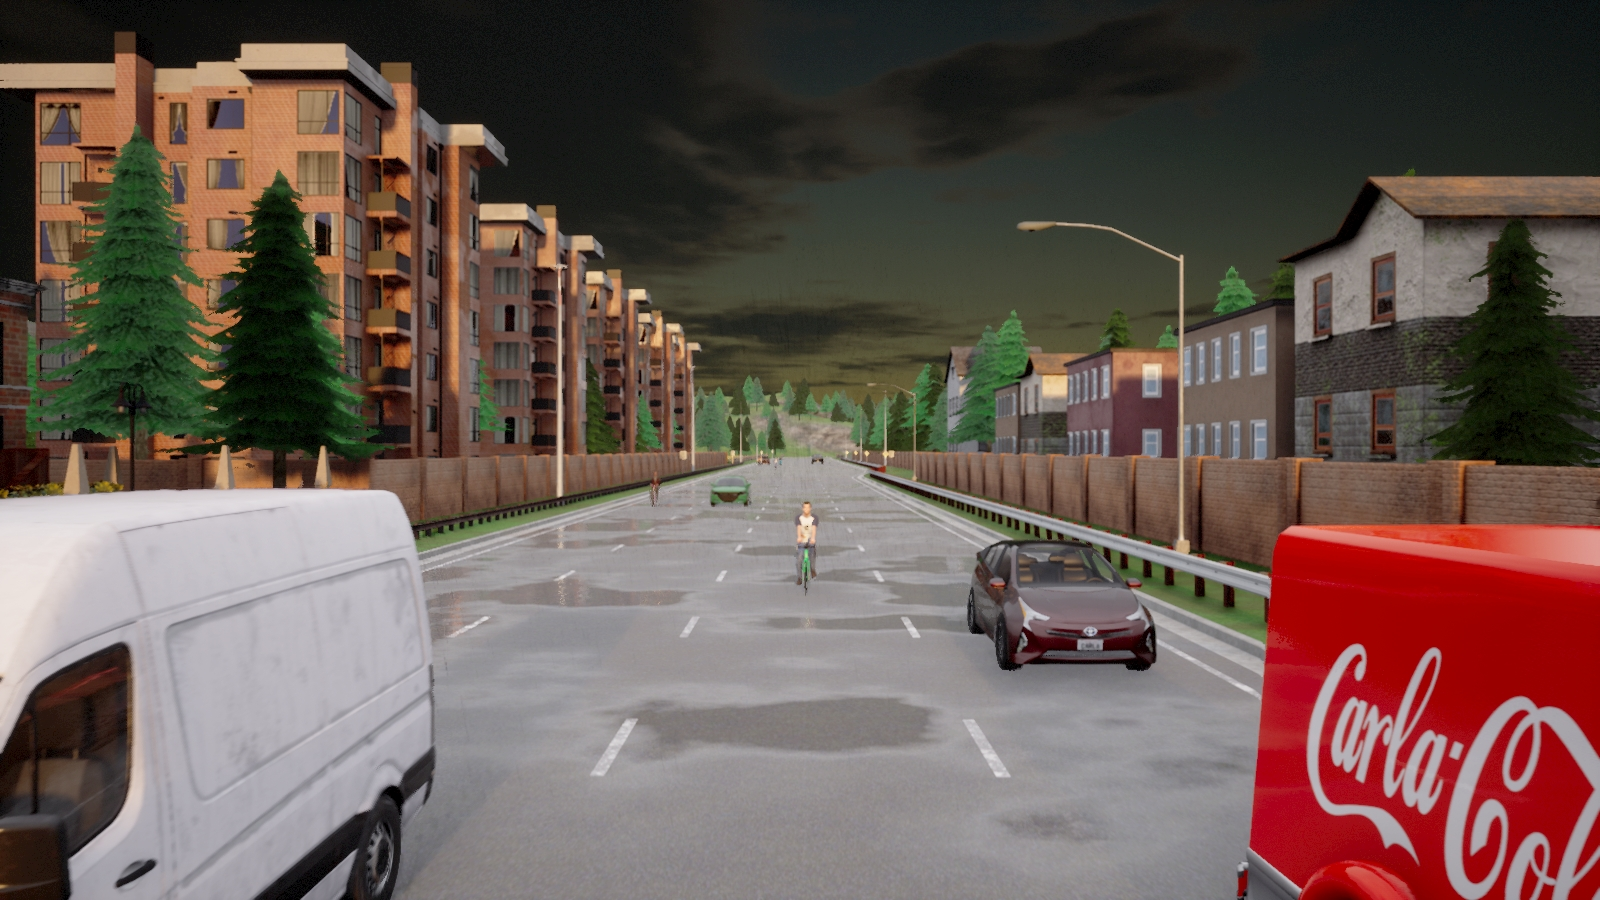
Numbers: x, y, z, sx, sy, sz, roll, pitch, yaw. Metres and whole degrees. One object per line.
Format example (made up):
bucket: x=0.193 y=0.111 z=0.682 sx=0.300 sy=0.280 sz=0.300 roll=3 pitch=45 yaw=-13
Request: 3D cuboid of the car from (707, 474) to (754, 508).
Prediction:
car: x=-3.499 y=2.052 z=58.273 sx=2.097 sy=1.535 sz=5.006 roll=0 pitch=0 yaw=0

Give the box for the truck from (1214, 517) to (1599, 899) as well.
truck: x=3.500 y=1.573 z=3.426 sx=2.627 sy=2.467 sz=5.204 roll=0 pitch=0 yaw=0

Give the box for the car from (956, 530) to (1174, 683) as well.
car: x=3.499 y=2.045 z=16.026 sx=2.007 sy=1.525 sz=4.514 roll=0 pitch=0 yaw=0

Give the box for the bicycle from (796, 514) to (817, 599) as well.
bicycle: x=0.128 y=2.063 z=22.433 sx=0.373 sy=1.496 sz=1.643 roll=0 pitch=1 yaw=2

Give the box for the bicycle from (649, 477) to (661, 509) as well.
bicycle: x=-6.995 y=2.077 z=55.151 sx=0.329 sy=1.471 sz=1.835 roll=0 pitch=0 yaw=0

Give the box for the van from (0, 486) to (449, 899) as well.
van: x=-3.495 y=1.536 z=5.153 sx=1.988 sy=2.561 sz=5.915 roll=0 pitch=0 yaw=0
